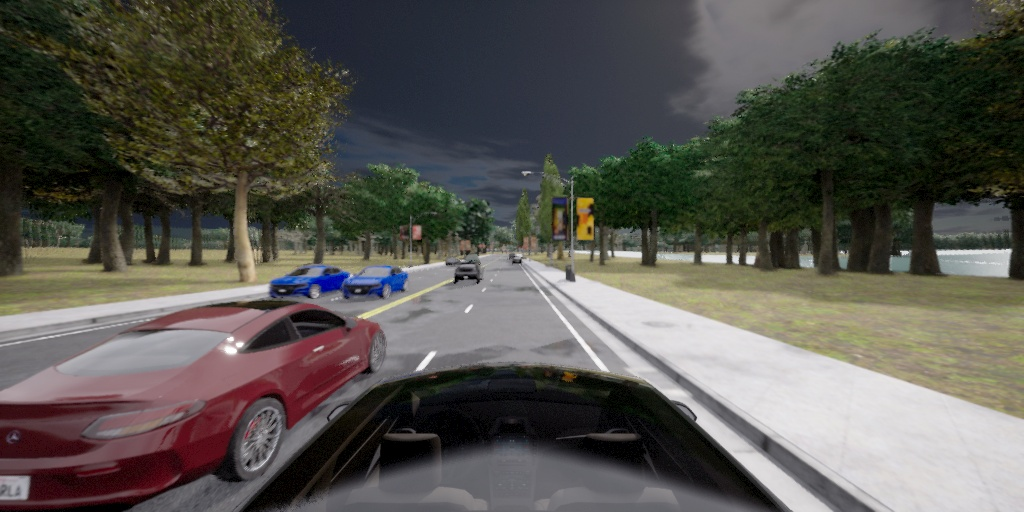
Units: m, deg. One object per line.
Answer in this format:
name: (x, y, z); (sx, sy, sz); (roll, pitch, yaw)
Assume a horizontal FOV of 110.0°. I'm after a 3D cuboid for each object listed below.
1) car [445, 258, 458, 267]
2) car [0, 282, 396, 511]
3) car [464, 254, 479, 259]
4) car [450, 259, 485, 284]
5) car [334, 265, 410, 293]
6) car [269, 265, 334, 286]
car: (-9.797, 1.031, 59.225); (1.837, 1.490, 4.892); (0, 0, 1)
car: (-3.164, 1.276, 4.535); (1.812, 1.442, 4.674); (0, 0, 0)
car: (-6.546, 0.749, 59.174); (2.150, 2.045, 5.566); (0, 0, 1)
car: (-3.152, 1.210, 26.798); (1.837, 1.490, 4.892); (0, 0, 0)
car: (-6.599, 1.212, 17.880); (1.882, 1.535, 5.008); (0, 0, 0)
car: (-9.850, 1.212, 17.878); (1.882, 1.535, 5.008); (0, 0, 0)
